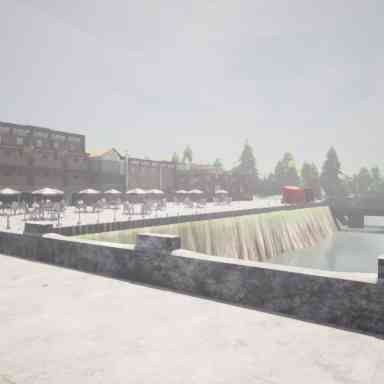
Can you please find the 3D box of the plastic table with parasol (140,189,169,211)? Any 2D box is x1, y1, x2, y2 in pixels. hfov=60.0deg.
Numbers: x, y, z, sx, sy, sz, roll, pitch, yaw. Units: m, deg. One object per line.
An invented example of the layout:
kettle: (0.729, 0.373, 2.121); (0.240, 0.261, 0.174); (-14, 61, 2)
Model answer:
plastic table with parasol: (-4.571, 0.925, 40.219); (2.482, 2.480, 2.482); (0, 0, 35)

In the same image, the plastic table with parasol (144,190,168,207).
plastic table with parasol: (-5.282, 0.925, 49.207); (2.482, 2.480, 2.482); (0, 0, 35)

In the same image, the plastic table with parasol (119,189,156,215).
plastic table with parasol: (-5.329, 0.925, 32.530); (2.482, 2.480, 2.482); (0, 0, 35)
